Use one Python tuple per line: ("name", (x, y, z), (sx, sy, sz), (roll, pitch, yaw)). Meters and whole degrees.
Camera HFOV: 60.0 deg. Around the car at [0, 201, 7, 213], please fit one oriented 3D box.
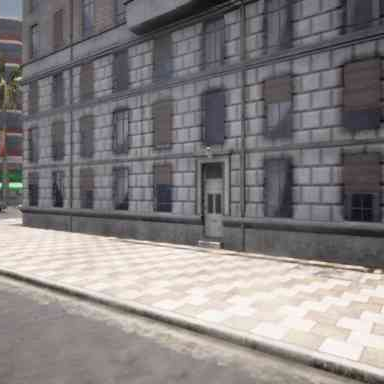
("car", (-21.919, 1.491, 34.510), (2.128, 1.511, 4.902), (0, 0, 36))
